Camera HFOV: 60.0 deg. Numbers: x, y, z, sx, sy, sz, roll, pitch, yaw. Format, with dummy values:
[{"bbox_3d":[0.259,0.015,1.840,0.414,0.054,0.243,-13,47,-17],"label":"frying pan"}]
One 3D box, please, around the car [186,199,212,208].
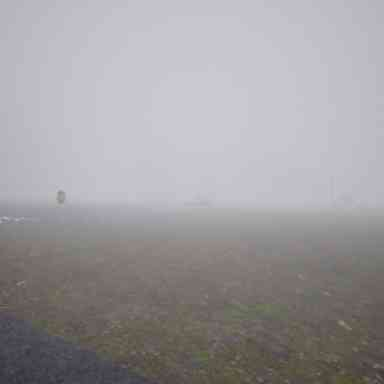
[{"bbox_3d":[1.034,1.669,51.133,1.895,1.301,4.718,2,1,36],"label":"car"}]
